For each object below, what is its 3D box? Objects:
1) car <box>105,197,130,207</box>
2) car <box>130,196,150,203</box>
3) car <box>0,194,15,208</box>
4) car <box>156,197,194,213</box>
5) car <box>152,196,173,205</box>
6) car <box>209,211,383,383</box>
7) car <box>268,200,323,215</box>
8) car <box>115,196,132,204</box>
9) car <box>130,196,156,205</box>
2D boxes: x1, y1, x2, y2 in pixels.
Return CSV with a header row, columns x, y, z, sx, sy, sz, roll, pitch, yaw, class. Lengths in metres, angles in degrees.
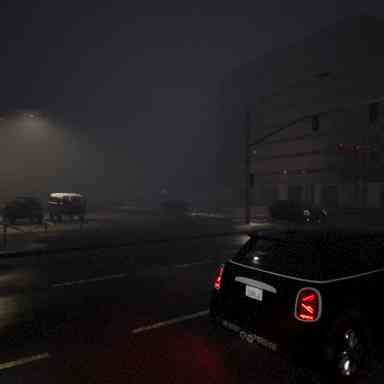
x,y,z,sx,sy,sz,roll,pitch,yaw,class
-12.091,1.656,52.848,1.895,1.301,4.718,0,0,-35,car
-10.986,1.601,69.677,2.033,1.411,5.357,0,0,-35,car
-31.779,1.209,56.421,1.932,1.855,4.605,0,0,-35,car
-1.657,1.548,38.115,2.128,1.511,4.902,0,0,-35,car
-5.472,1.581,61.948,1.812,1.442,4.674,0,0,-35,car
2.554,1.352,5.625,4.553,1.767,2.097,0,0,-35,car
7.512,1.392,24.002,2.097,1.767,4.553,0,0,-24,car
-14.023,1.619,67.943,1.994,1.385,4.181,0,0,-35,car
-8.966,1.581,60.823,1.812,1.442,4.674,0,0,-36,car
